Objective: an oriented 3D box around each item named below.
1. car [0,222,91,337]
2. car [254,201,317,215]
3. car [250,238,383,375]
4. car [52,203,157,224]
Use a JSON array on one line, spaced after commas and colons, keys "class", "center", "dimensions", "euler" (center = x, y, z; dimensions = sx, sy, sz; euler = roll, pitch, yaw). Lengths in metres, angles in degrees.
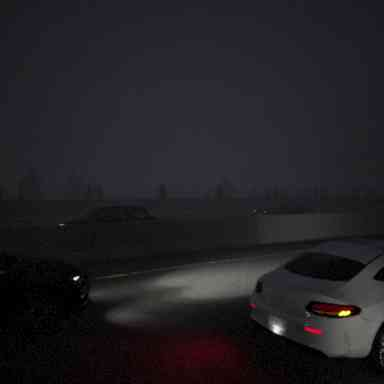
[{"class": "car", "center": [-4.075, 1.472, 4.982], "dimensions": [4.902, 1.511, 2.128], "euler": [0, 0, -35]}, {"class": "car", "center": [7.840, 1.472, 27.737], "dimensions": [5.357, 1.411, 2.033], "euler": [0, 0, -23]}, {"class": "car", "center": [3.048, 1.511, 5.496], "dimensions": [4.674, 1.442, 1.812], "euler": [0, 0, -32]}, {"class": "car", "center": [-3.687, 1.306, 13.861], "dimensions": [4.553, 1.767, 2.097], "euler": [0, 0, -31]}]
